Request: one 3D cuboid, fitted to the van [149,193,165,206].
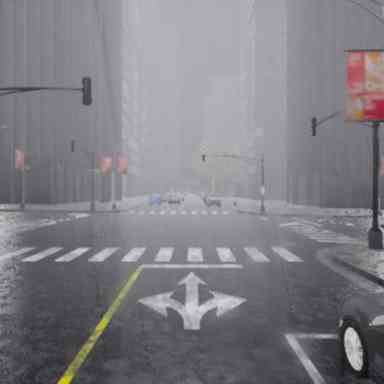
[{"bbox_3d":[-5.527,1.155,50.481,1.690,1.788,3.998,0,0,1],"label":"van"}]

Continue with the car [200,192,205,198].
[{"bbox_3d":[3.097,1.090,61.432,2.192,1.841,5.009,0,0,1],"label":"car"}]

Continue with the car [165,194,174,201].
[{"bbox_3d":[-5.280,1.263,78.043,1.887,1.381,4.507,0,0,1],"label":"car"}]

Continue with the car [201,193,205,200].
[{"bbox_3d":[3.047,1.345,55.920,2.008,1.369,4.403,0,0,1],"label":"car"}]

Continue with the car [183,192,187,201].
[{"bbox_3d":[-2.590,1.266,70.134,1.812,1.442,4.674,0,0,1],"label":"car"}]

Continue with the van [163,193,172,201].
[{"bbox_3d":[-5.329,1.078,72.530,1.690,1.788,3.998,0,0,1],"label":"van"}]

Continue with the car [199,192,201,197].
[{"bbox_3d":[3.246,1.243,78.142,1.752,1.417,4.829,0,0,1],"label":"car"}]

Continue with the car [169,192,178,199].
[{"bbox_3d":[-5.132,0.977,94.580,2.192,1.841,5.009,0,0,1],"label":"car"}]

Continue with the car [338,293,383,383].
[{"bbox_3d":[2.763,1.540,2.712,2.008,1.369,4.403,0,0,0],"label":"car"}]

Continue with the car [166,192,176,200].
[{"bbox_3d":[-5.231,1.014,83.555,2.192,1.841,5.009,0,0,1],"label":"car"}]

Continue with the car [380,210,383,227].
[{"bbox_3d":[13.395,1.442,18.240,5.566,2.045,2.150,1,0,0],"label":"car"}]

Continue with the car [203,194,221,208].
[{"bbox_3d":[2.948,1.384,44.895,2.008,1.369,4.403,0,0,1],"label":"car"}]

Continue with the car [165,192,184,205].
[{"bbox_3d":[-2.789,1.279,53.807,1.882,1.535,5.008,0,0,1],"label":"car"}]

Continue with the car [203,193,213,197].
[{"bbox_3d":[2.999,1.339,50.577,1.752,1.417,4.829,0,0,1],"label":"car"}]
